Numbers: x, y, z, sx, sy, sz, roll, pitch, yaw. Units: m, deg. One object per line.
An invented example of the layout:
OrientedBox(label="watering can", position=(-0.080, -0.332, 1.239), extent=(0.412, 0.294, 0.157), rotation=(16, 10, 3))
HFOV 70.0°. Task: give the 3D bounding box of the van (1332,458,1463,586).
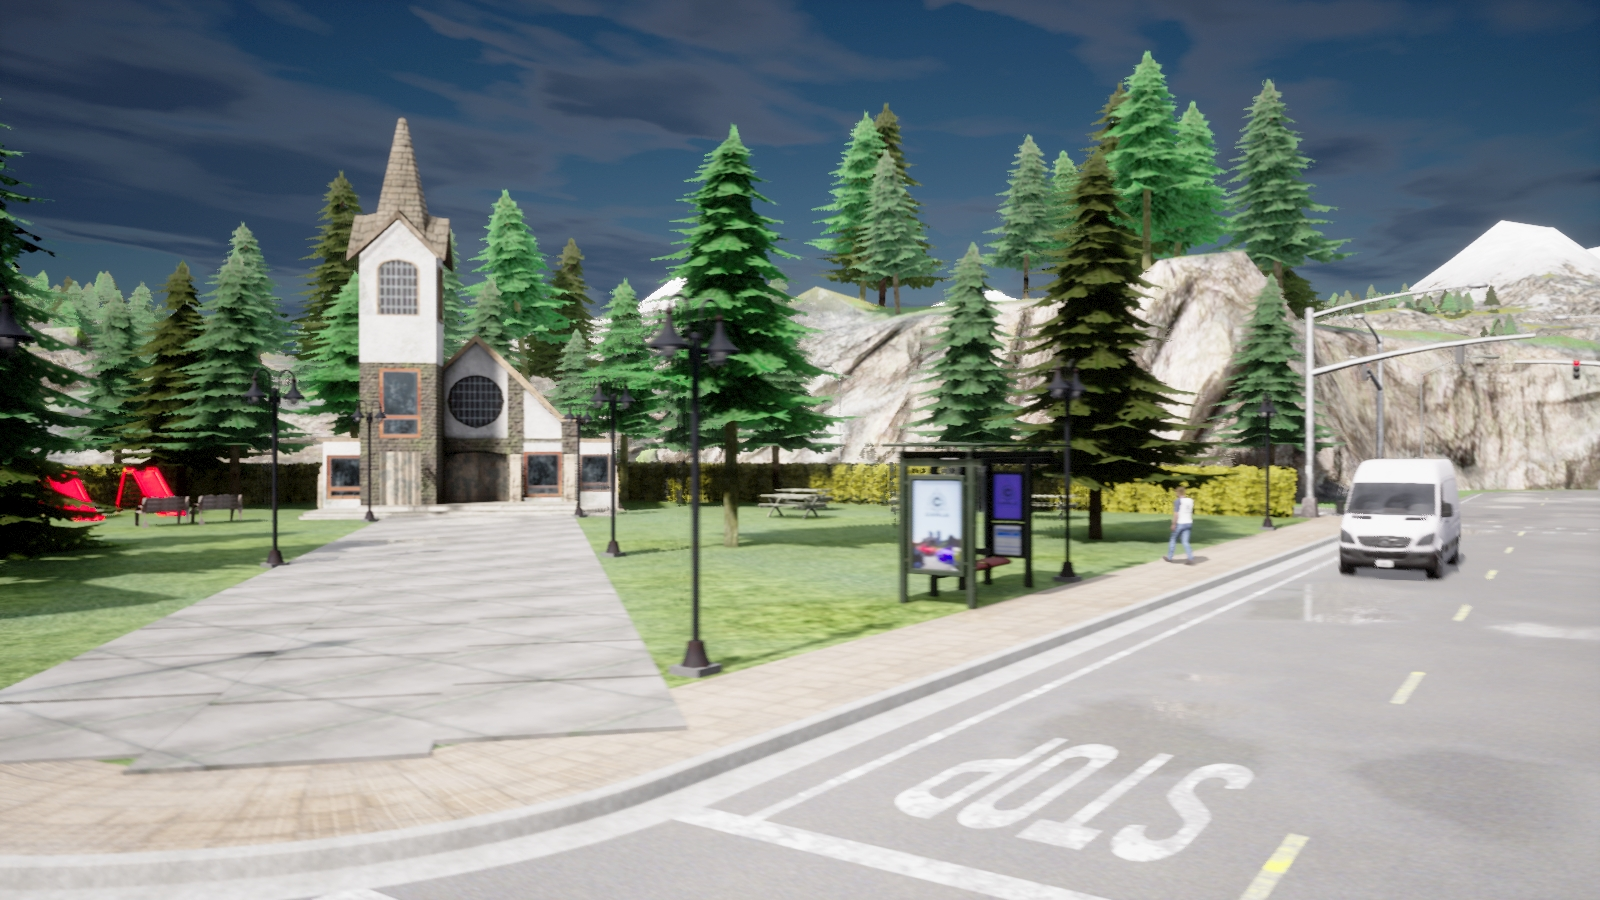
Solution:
OrientedBox(label="van", position=(13.907, 1.494, 26.379), extent=(1.988, 2.561, 5.915), rotation=(0, 0, 34))

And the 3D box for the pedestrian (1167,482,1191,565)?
OrientedBox(label="pedestrian", position=(8.652, 1.661, 26.079), extent=(0.375, 1.860, 0.375), rotation=(0, 0, -23))
